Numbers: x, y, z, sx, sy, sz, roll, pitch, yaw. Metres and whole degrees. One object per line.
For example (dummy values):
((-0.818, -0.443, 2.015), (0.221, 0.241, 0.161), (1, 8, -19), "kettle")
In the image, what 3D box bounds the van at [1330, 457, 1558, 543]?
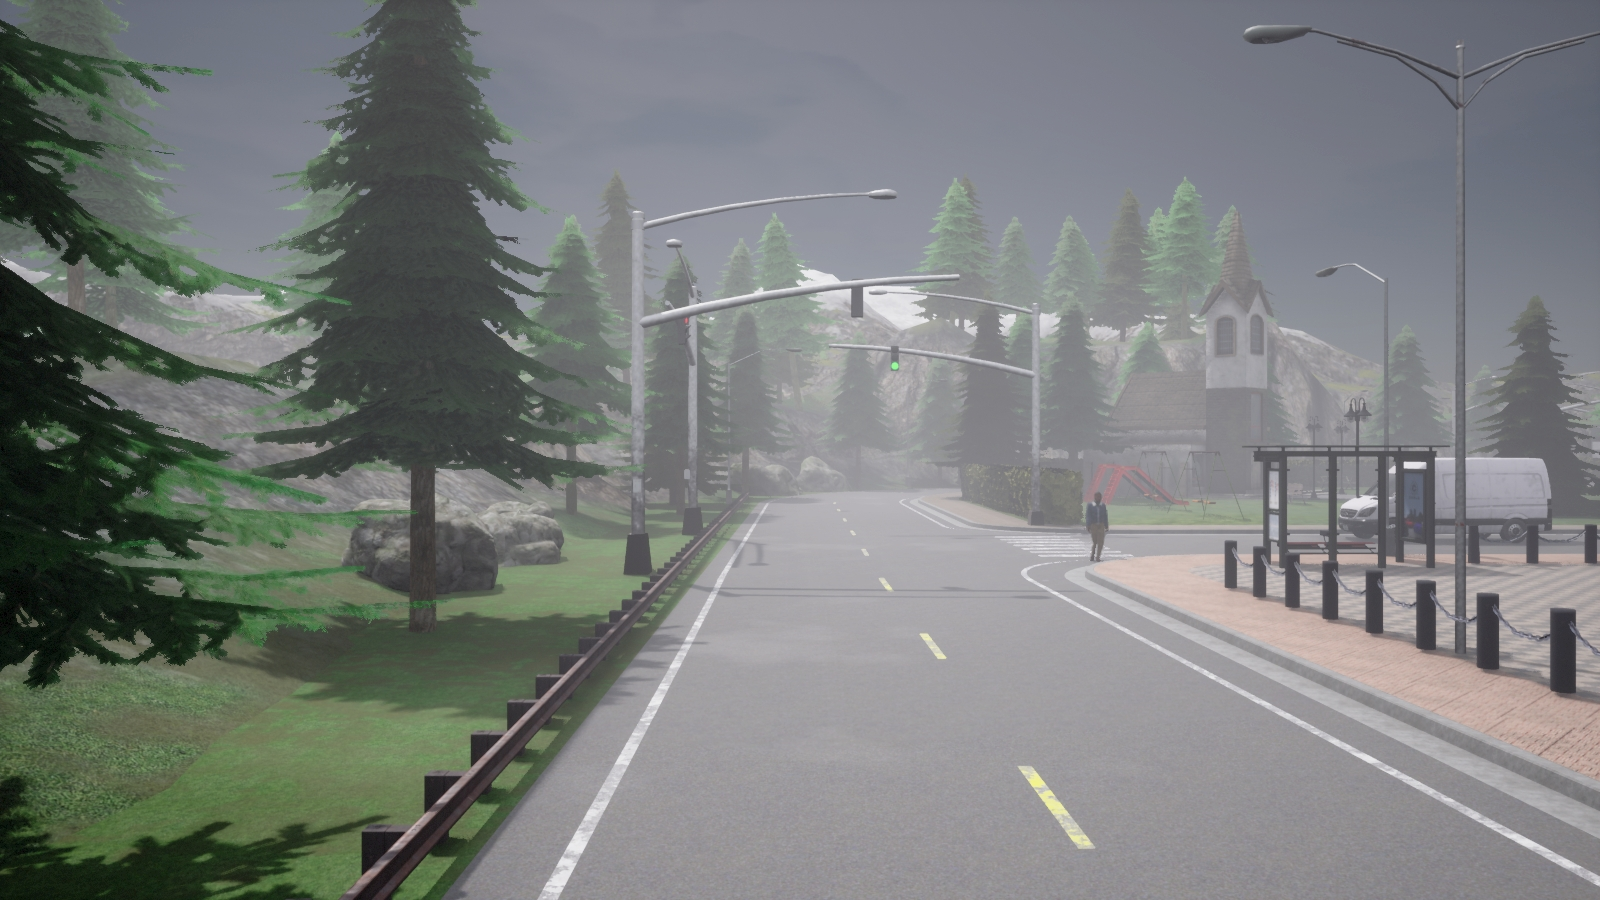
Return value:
((19.746, 1.515, 35.223), (5.915, 2.561, 1.988), (0, 0, 0), "van")

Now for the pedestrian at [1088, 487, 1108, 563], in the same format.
((7.317, 1.833, 28.066), (0.375, 1.860, 0.375), (0, 0, 0), "pedestrian")
